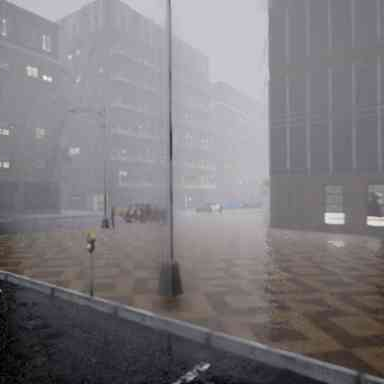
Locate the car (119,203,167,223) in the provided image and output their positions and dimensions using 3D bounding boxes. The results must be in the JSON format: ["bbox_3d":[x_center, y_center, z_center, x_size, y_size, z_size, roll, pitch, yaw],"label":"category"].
[{"bbox_3d":[-3.638,1.713,27.767,1.967,1.590,4.097,-2,-2,35],"label":"car"}]

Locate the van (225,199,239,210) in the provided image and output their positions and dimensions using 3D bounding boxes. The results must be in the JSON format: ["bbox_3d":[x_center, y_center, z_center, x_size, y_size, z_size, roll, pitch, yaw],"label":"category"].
[{"bbox_3d":[5.777,2.119,55.664,1.690,1.788,3.998,-2,-2,35],"label":"van"}]

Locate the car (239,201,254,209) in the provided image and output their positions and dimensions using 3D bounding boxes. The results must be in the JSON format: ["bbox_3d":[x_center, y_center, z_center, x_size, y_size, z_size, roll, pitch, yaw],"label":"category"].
[{"bbox_3d":[9.023,2.306,60.286,1.967,1.590,4.097,-2,-2,35],"label":"car"}]

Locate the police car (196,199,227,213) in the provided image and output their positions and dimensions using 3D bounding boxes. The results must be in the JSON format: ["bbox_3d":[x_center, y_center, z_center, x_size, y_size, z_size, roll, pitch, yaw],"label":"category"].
[{"bbox_3d":[2.354,2.109,46.132,2.038,1.542,4.974,-1,-1,35],"label":"police car"}]

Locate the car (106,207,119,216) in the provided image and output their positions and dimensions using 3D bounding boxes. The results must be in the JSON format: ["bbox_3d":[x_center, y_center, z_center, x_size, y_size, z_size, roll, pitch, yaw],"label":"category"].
[{"bbox_3d":[-7.298,1.947,37.022,1.752,1.417,4.829,-2,-2,35],"label":"car"}]

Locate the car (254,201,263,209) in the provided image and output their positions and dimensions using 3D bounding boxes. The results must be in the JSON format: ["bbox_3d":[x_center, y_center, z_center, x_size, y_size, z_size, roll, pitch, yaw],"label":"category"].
[{"bbox_3d":[12.268,2.499,64.908,1.887,1.381,4.507,-2,-2,35],"label":"car"}]
